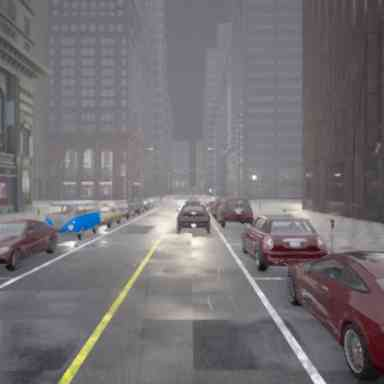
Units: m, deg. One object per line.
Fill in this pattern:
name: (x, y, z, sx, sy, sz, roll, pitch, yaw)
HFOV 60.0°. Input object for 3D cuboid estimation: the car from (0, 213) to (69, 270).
car: (-5.770, 1.562, 10.813, 1.802, 1.307, 4.206, 0, 0, 0)

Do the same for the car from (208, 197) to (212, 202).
car: (2.745, 1.268, 27.730, 2.192, 1.841, 5.009, 0, 0, 0)

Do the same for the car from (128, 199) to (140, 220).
car: (-5.779, 1.536, 27.723, 1.802, 1.307, 4.206, 0, 0, 0)

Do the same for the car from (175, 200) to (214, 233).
car: (0.089, 1.470, 19.583, 1.837, 1.490, 4.892, 0, 0, 0)

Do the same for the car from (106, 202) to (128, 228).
car: (-5.776, 1.488, 21.916, 1.752, 1.417, 4.829, 0, 0, 0)

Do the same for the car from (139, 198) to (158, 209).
car: (-5.788, 1.486, 44.633, 2.008, 1.369, 4.403, 0, 0, 0)

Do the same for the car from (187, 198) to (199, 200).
car: (0.080, 1.446, 38.977, 1.837, 1.490, 4.892, 0, 0, 0)

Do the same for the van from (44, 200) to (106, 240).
van: (-5.774, 1.312, 16.449, 1.690, 1.788, 3.998, 0, 0, 0)

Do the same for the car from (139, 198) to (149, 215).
car: (-5.782, 1.513, 33.359, 1.947, 1.339, 4.313, 0, 0, 0)

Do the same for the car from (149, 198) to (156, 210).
car: (-5.785, 1.507, 38.996, 1.947, 1.339, 4.313, 0, 0, 0)

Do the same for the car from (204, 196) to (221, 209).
car: (2.737, 1.374, 44.638, 1.967, 1.590, 4.097, 0, 0, 0)

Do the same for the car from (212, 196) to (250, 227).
car: (2.747, 1.276, 22.093, 2.192, 1.841, 5.009, 0, 0, 0)

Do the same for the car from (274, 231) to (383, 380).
car: (2.757, 1.571, 5.186, 1.802, 1.307, 4.206, 0, 0, 0)

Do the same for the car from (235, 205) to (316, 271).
car: (2.754, 1.419, 10.822, 1.967, 1.590, 4.097, 0, 0, 0)
